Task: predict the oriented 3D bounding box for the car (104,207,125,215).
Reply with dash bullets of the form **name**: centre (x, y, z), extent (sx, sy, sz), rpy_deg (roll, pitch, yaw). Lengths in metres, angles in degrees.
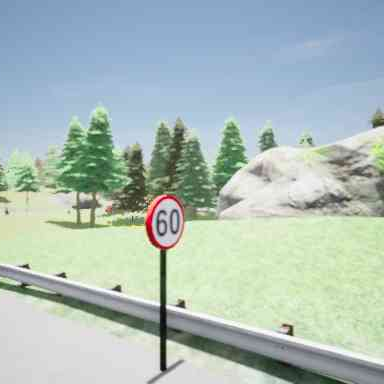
- **car**: centre (-19.068, 4.508, 82.672), extent (2.150, 2.045, 5.566), rpy_deg (0, -4, 41)
